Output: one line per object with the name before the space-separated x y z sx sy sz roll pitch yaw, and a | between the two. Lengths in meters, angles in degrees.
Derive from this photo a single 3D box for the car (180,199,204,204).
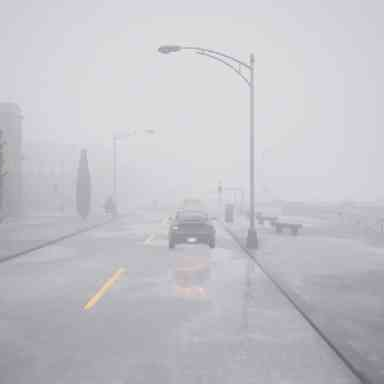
car | 0.000 1.365 29.620 2.097 1.767 4.553 0 0 0

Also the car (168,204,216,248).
car | 0.000 1.515 14.650 1.837 1.490 4.892 0 0 0
